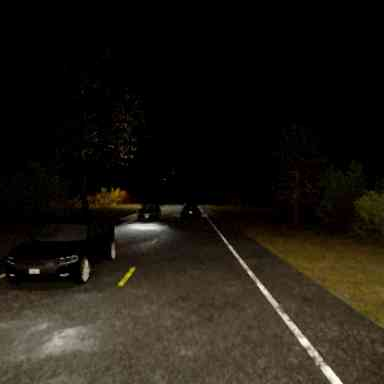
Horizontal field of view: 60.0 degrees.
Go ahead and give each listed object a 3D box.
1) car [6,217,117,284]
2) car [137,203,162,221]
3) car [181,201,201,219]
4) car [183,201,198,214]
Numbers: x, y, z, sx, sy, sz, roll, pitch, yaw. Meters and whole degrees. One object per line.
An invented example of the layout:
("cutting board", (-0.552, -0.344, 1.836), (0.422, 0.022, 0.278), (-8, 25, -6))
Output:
("car", (-3.657, 1.587, 10.169), (1.882, 1.535, 5.008), (0, -1, 0))
("car", (-3.793, 1.813, 30.276), (2.128, 1.511, 4.902), (0, -1, 0))
("car", (-0.111, 1.914, 33.186), (1.994, 1.385, 4.181), (0, -1, 0))
("car", (-0.193, 1.970, 43.635), (1.837, 1.490, 4.892), (0, 0, 0))
